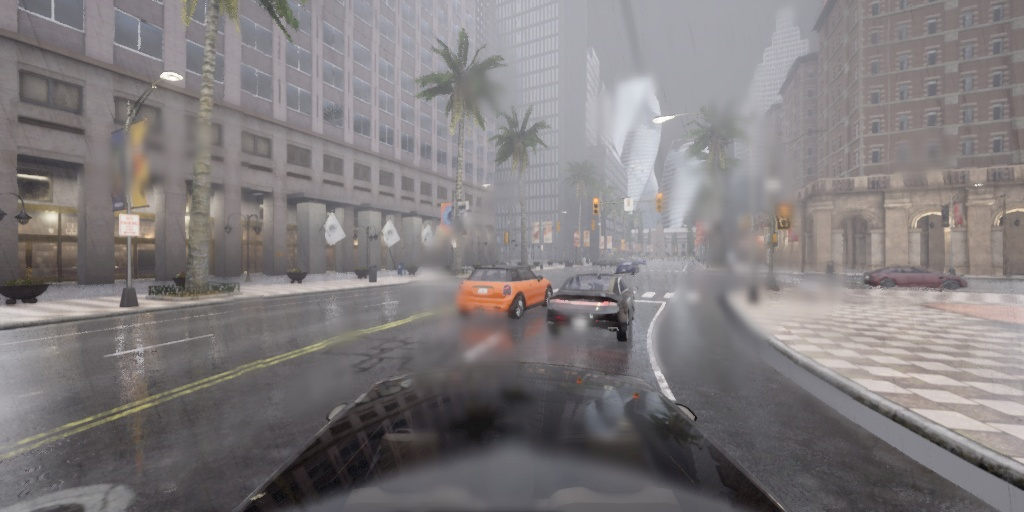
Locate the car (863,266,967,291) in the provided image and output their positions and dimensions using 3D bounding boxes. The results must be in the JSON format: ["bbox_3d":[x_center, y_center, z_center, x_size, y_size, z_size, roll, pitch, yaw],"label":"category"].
[{"bbox_3d":[24.291,1.307,21.809,4.181,1.385,1.994,0,0,26],"label":"car"}]

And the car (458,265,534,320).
[{"bbox_3d":[-0.051,1.098,13.027,2.097,1.767,4.553,0,0,23],"label":"car"}]

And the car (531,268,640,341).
[{"bbox_3d":[2.374,1.239,9.999,2.128,1.511,4.902,0,0,22],"label":"car"}]

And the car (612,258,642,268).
[{"bbox_3d":[12.470,1.264,38.614,1.812,1.442,4.674,0,0,27],"label":"car"}]
